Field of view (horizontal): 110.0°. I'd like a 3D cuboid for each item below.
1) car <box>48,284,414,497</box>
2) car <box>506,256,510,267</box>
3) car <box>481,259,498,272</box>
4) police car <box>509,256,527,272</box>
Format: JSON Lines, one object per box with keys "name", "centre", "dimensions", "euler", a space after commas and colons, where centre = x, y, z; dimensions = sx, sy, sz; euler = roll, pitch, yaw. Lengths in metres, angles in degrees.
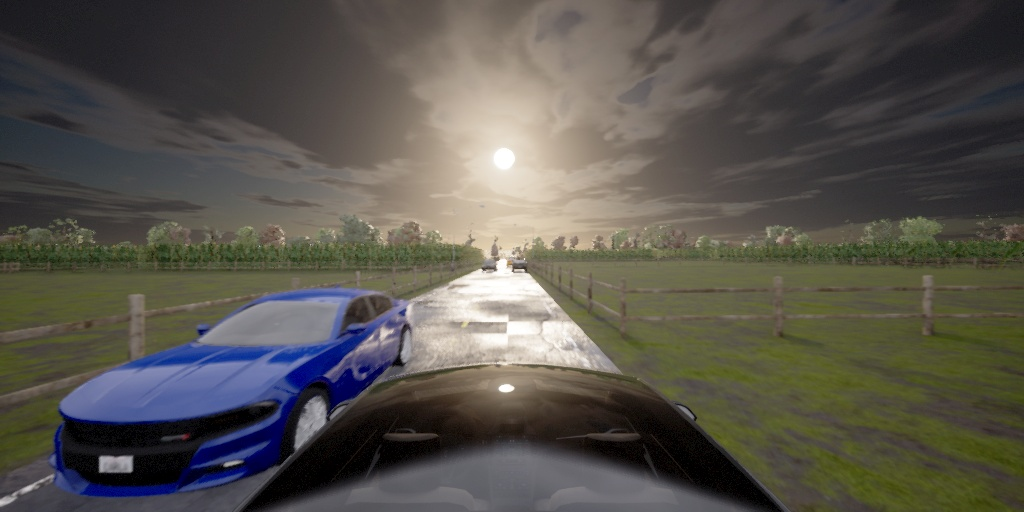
{"name": "car", "centre": [-2.852, 1.226, 5.079], "dimensions": [1.882, 1.535, 5.008], "euler": [0, 0, 0]}
{"name": "car", "centre": [-0.016, 1.164, 65.360], "dimensions": [1.882, 1.535, 5.008], "euler": [0, 0, 0]}
{"name": "car", "centre": [-2.841, 1.215, 46.253], "dimensions": [1.837, 1.490, 4.892], "euler": [0, 1, 0]}
{"name": "police car", "centre": [0.951, 1.138, 46.347], "dimensions": [1.930, 1.638, 5.238], "euler": [0, 0, 0]}
